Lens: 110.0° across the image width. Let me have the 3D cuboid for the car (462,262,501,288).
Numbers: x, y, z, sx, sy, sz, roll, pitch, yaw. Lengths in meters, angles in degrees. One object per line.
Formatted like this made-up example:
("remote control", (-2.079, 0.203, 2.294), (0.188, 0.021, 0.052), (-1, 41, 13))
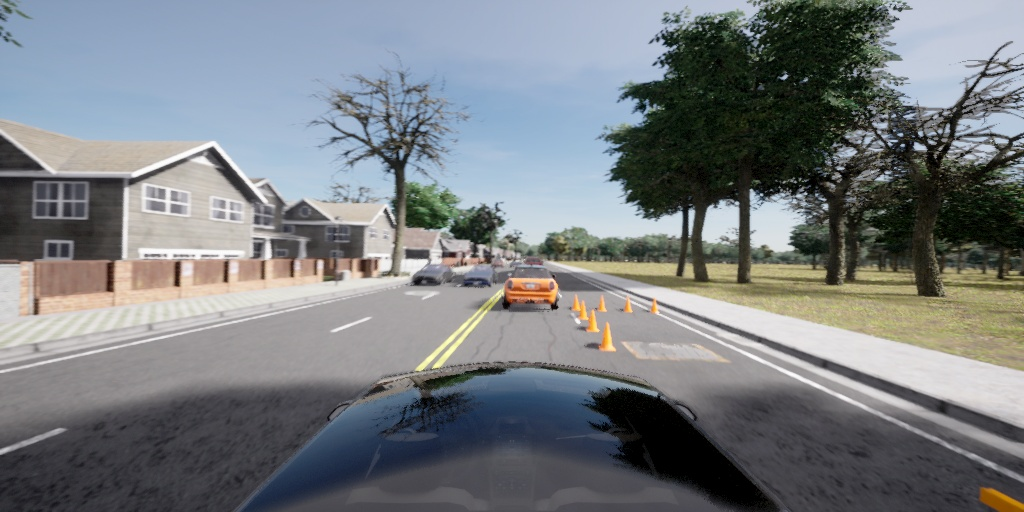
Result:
("car", (-2.049, 1.339, 24.760), (2.033, 1.411, 5.357), (1, 0, 4))

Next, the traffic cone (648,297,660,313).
("traffic cone", (5.486, 1.880, 13.832), (0.340, 0.580, 0.340), (0, 0, 4))

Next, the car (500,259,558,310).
("car", (0.836, 1.175, 15.547), (2.097, 1.767, 4.553), (1, 0, 4))

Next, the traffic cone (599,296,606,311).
("traffic cone", (3.490, 1.834, 13.957), (0.340, 0.580, 0.340), (0, 0, 4))

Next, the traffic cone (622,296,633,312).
("traffic cone", (4.488, 1.857, 13.895), (0.340, 0.580, 0.340), (0, 0, 4))

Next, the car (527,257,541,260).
("car", (2.551, 1.195, 42.978), (2.150, 2.045, 5.566), (1, 0, 4))

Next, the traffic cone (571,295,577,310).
("traffic cone", (2.493, 1.811, 14.019), (0.340, 0.580, 0.340), (0, 0, 4))

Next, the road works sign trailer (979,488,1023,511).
("road works sign trailer", (3.062, 0.283, 0.959), (2.380, 3.560, 2.880), (0, 0, 4))

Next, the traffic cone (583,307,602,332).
("traffic cone", (2.244, 1.790, 10.027), (0.340, 0.580, 0.340), (0, 0, 4))

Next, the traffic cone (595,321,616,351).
("traffic cone", (2.119, 1.779, 8.031), (0.340, 0.580, 0.340), (0, 0, 4))

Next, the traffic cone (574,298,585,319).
("traffic cone", (2.368, 1.800, 12.023), (0.340, 0.580, 0.340), (0, 0, 4))

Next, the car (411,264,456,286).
("car", (-5.292, 1.264, 24.977), (2.033, 1.411, 5.357), (1, 0, 4))
